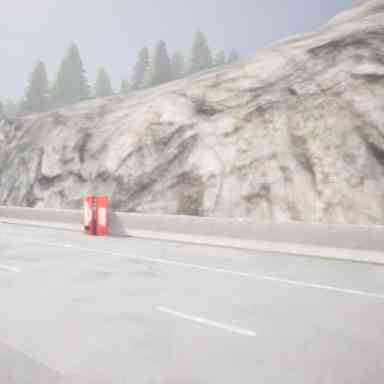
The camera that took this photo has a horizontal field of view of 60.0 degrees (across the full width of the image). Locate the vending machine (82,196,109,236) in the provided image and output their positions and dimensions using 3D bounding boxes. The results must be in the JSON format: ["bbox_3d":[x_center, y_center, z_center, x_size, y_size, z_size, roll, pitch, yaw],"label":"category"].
[{"bbox_3d":[-5.214,1.248,18.046,0.880,2.100,1.100,0,0,36],"label":"vending machine"}]
